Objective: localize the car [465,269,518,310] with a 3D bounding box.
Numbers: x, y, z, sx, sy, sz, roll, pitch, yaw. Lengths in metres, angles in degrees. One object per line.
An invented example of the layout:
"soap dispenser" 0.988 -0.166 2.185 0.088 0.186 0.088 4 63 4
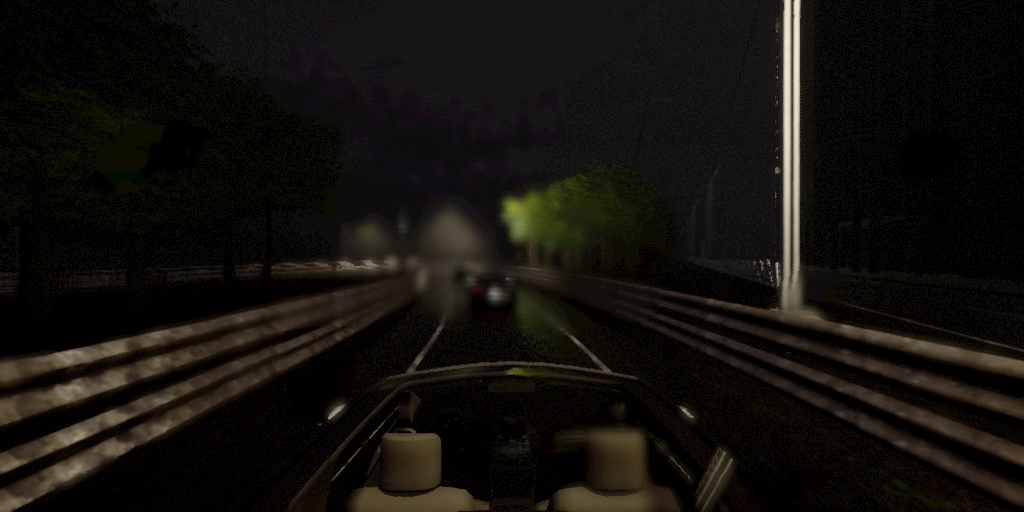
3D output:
"car" -0.918 1.467 15.795 1.994 1.385 4.181 0 -1 -7

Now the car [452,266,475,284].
"car" -4.064 1.569 30.978 2.128 1.511 4.902 0 0 -16
